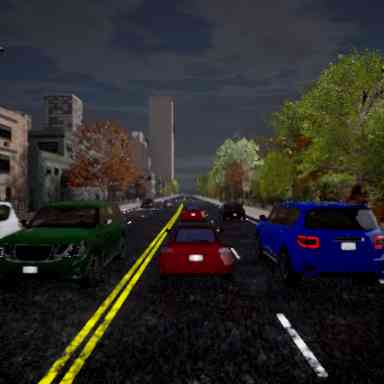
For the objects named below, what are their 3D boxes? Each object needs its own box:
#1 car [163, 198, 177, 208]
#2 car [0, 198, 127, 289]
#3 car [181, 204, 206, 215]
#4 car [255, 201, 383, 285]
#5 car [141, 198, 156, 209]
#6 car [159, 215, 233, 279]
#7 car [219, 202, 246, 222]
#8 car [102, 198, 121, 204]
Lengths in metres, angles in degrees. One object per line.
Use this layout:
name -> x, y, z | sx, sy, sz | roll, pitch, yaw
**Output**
car -> -3.505, 1.767, 52.894 | 2.128, 1.511, 4.902 | 0, 0, -1
car -> -3.350, 1.272, 9.650 | 2.150, 2.045, 5.566 | 0, 0, 0
car -> 0.101, 1.706, 27.456 | 1.994, 1.385, 4.181 | 0, 0, 0
car -> 3.350, 1.272, 9.800 | 2.150, 2.045, 5.566 | 0, 0, 0
car -> -6.738, 1.775, 51.615 | 1.837, 1.490, 4.892 | 0, -1, -1
car -> 0.101, 1.618, 10.269 | 1.994, 1.385, 4.181 | 0, 0, 0
car -> 3.351, 1.624, 28.348 | 1.882, 1.535, 5.008 | 0, 0, 0
car -> -20.687, 2.268, 85.697 | 4.313, 1.339, 1.947 | -1, 1, -1
